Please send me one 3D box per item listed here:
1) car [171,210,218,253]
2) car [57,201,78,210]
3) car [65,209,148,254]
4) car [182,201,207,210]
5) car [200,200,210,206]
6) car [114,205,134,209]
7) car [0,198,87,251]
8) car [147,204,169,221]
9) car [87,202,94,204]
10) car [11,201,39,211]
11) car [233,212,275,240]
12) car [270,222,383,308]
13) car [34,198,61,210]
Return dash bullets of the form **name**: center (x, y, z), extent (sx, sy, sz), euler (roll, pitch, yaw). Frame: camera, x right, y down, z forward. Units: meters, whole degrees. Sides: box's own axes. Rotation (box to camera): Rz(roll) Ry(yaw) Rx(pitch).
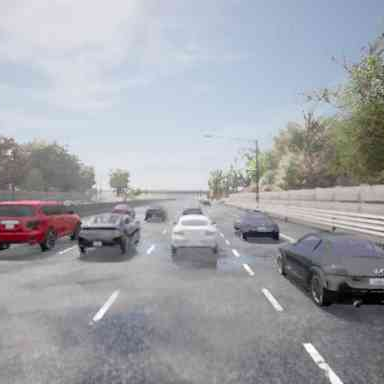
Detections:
- **car**: center (0.095, 1.726, 14.584), extent (1.812, 1.442, 4.674), euler (0, -1, 0)
- **car**: center (-21.054, 2.308, 56.491), extent (1.812, 1.442, 4.674), euler (0, -1, 1)
- **car**: center (-3.406, 1.689, 14.432), extent (2.128, 1.511, 4.902), euler (0, -1, 0)
- **car**: center (0.090, 1.936, 32.366), extent (2.128, 1.511, 4.902), euler (0, -1, 0)
- **car**: center (3.468, 2.661, 81.288), extent (1.837, 1.490, 4.892), euler (0, -1, 0)
- **car**: center (-6.913, 1.986, 33.519), extent (1.812, 1.442, 4.674), euler (0, -1, 0)
- **car**: center (-6.906, 1.431, 15.294), extent (2.150, 2.045, 5.566), euler (0, -1, 0)
- **car**: center (-3.413, 1.950, 32.432), extent (1.837, 1.490, 4.892), euler (0, -1, 0)
- **car**: center (-17.560, 2.349, 56.648), extent (1.994, 1.385, 4.181), euler (0, -1, 1)
- **car**: center (-28.042, 2.324, 56.157), extent (2.033, 1.411, 5.357), euler (0, -1, 1)
- **car**: center (3.492, 1.819, 18.629), extent (1.994, 1.385, 4.181), euler (0, -1, 0)
- **car**: center (3.498, 1.675, 8.237), extent (1.994, 1.385, 4.181), euler (0, -1, 0)
- **car**: center (-24.546, 2.007, 56.778), extent (2.150, 2.045, 5.566), euler (0, -1, 1)
